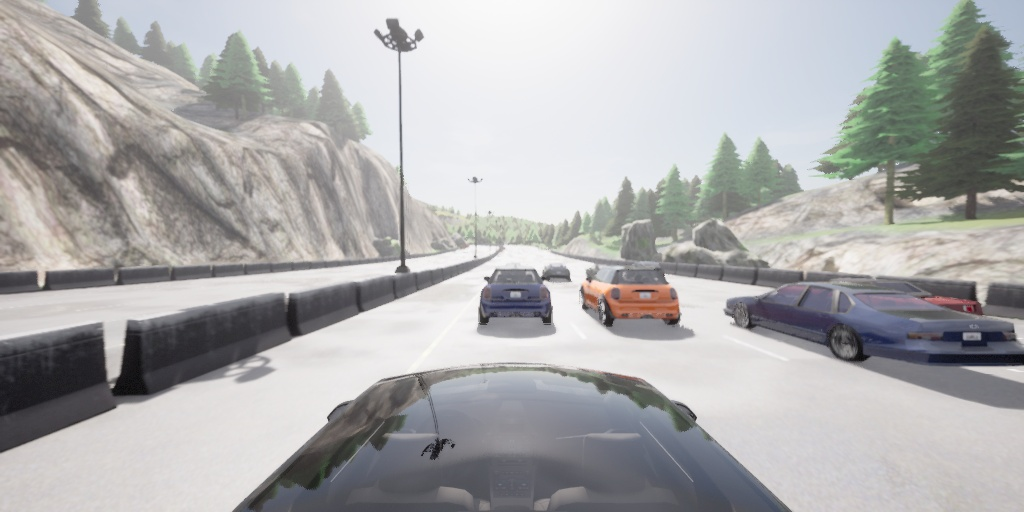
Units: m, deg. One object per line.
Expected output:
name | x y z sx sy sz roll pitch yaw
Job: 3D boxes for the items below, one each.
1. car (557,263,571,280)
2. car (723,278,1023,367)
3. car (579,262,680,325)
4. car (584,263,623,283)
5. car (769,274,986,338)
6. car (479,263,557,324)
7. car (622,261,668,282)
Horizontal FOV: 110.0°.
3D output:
car | 3.606 1.233 29.681 1.994 1.385 4.181 0 0 0
car | 7.101 1.286 8.047 2.033 1.411 5.357 0 0 0
car | 3.602 1.084 11.810 2.097 1.767 4.553 0 0 0
car | 7.105 1.279 28.326 1.895 1.301 4.718 0 0 0
car | 10.603 1.335 11.088 1.895 1.301 4.718 0 0 0
car | 0.101 1.084 12.028 2.097 1.767 4.553 0 0 0
car | 10.605 1.179 29.004 1.837 1.490 4.892 0 0 0
